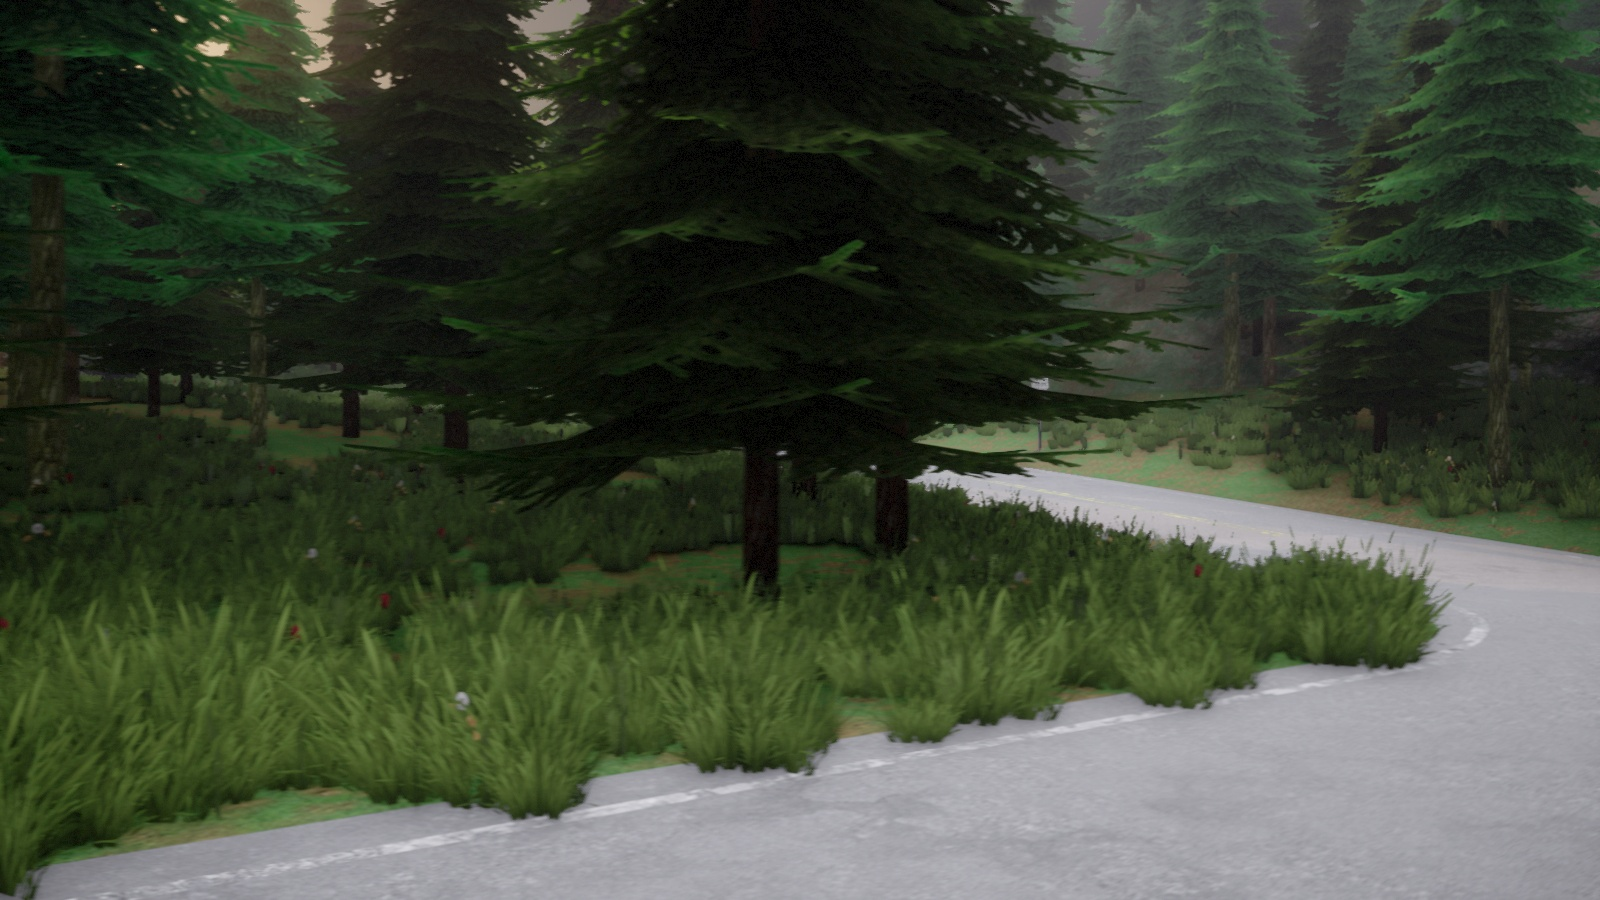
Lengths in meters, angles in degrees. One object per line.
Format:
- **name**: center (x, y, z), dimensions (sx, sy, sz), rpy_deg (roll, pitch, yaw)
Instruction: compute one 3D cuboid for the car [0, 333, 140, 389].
- **car**: center (-34.411, -4.161, 58.906), dimensions (5.566, 2.045, 2.150), rpy_deg (5, -1, -6)
